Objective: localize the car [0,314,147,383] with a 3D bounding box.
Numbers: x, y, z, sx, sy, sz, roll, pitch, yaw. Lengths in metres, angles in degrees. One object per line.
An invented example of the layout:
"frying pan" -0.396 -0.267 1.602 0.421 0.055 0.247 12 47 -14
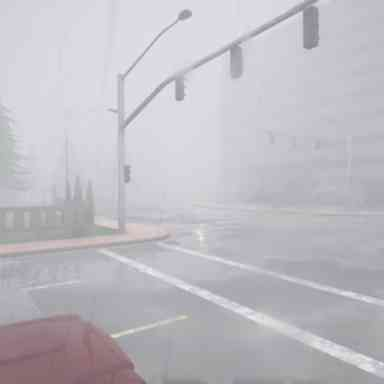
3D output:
"car" -2.587 1.609 1.932 4.718 1.301 1.895 0 0 -35
